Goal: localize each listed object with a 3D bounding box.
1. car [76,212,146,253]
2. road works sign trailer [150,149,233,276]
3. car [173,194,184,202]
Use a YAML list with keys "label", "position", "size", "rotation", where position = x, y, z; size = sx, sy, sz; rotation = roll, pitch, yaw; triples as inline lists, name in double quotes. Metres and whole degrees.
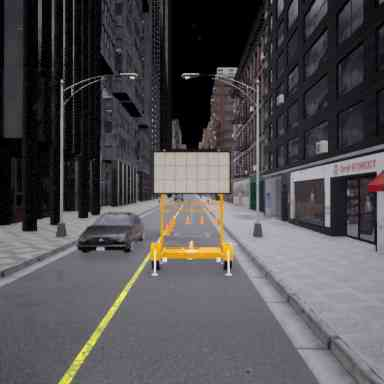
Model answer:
- label: "car"
  position: [-3.108, 1.550, 13.955]
  size: [2.033, 1.411, 5.357]
  rotation: [0, 0, 0]
- label: "road works sign trailer"
  position: [-0.006, 0.466, 10.360]
  size: [2.380, 3.560, 2.880]
  rotation: [0, 0, 0]
- label: "car"
  position: [-3.064, 1.250, 77.499]
  size: [2.150, 2.045, 5.566]
  rotation: [0, 0, 0]
